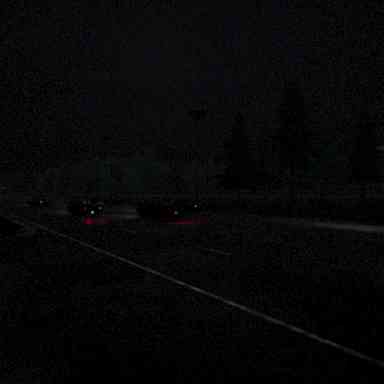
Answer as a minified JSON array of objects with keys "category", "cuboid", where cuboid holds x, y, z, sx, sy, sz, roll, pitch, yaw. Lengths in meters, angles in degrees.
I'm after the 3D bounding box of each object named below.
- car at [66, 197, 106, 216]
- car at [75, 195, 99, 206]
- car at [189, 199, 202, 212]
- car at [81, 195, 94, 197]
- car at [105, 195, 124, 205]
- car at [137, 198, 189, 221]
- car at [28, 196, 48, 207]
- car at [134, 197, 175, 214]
[{"category":"car","cuboid":[-9.811,1.428,30.174,1.895,1.301,4.718,0,0,-36]},{"category":"car","cuboid":[-16.036,1.190,50.541,1.882,1.535,5.008,0,0,-36]},{"category":"car","cuboid":[-0.807,1.405,35.649,1.994,1.385,4.181,0,0,-36]},{"category":"car","cuboid":[-14.662,1.300,42.732,2.033,1.411,5.357,0,0,-36]},{"category":"car","cuboid":[-12.221,1.216,51.253,2.128,1.511,4.902,0,0,-36]},{"category":"car","cuboid":[-2.641,1.352,26.301,1.882,1.535,5.008,0,0,-36]},{"category":"car","cuboid":[-21.145,1.276,45.665,1.994,1.385,4.181,0,0,-36]},{"category":"car","cuboid":[-3.913,1.313,33.967,1.882,1.535,5.008,0,0,-36]}]
